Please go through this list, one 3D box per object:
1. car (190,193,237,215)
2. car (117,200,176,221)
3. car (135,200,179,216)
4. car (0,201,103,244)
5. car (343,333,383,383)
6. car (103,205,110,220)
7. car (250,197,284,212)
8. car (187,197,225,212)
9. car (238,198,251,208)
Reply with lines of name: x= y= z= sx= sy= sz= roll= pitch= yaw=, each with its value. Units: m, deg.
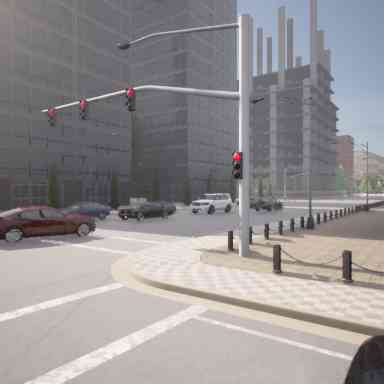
car: x=2.094 y=1.166 z=34.332 sx=2.150 sy=2.045 sz=5.566 roll=0 pitch=0 yaw=36
car: x=-3.615 y=1.545 z=26.417 sx=1.895 sy=1.301 sz=4.718 roll=0 pitch=0 yaw=36
car: x=-3.404 y=1.508 z=32.695 sx=1.994 sy=1.385 sz=4.181 roll=0 pitch=0 yaw=36
car: x=-7.067 y=1.422 z=15.696 sx=5.008 sy=1.535 sz=1.882 roll=0 pitch=1 yaw=-42
car: x=3.017 y=1.564 z=1.816 sx=4.181 sy=1.385 sz=1.994 roll=0 pitch=0 yaw=36
car: x=-8.485 y=1.470 z=25.659 sx=1.812 sy=1.442 sz=4.674 roll=0 pitch=0 yaw=38
car: x=8.669 y=1.449 z=37.135 sx=1.837 sy=1.490 sz=4.892 roll=0 pitch=0 yaw=36
car: x=1.751 y=1.436 z=39.843 sx=2.128 sy=1.511 sz=4.902 roll=0 pitch=0 yaw=36
car: x=8.195 y=1.422 z=42.783 sx=1.882 sy=1.535 sz=5.008 roll=0 pitch=0 yaw=36
